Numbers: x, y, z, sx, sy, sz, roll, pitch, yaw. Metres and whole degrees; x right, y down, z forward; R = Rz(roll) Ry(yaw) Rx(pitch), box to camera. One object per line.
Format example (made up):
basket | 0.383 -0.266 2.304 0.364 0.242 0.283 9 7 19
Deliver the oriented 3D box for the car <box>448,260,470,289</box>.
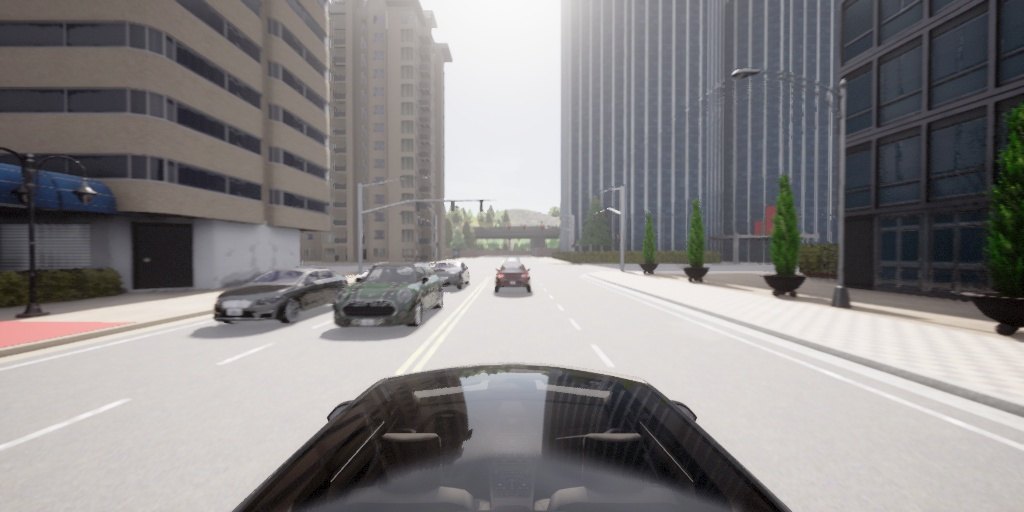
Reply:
car | -3.526 1.004 20.548 2.128 1.511 4.902 0 1 0

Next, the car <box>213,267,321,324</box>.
car | -7.003 1.121 11.497 2.128 1.511 4.902 0 1 0

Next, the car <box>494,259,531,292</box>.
car | 0.051 1.056 19.047 1.812 1.442 4.674 0 1 0

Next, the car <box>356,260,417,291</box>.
car | -7.024 1.039 20.621 1.812 1.442 4.674 0 1 0

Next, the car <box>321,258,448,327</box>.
car | -3.508 0.984 10.961 2.097 1.767 4.553 0 1 0

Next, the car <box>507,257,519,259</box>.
car | 0.076 0.804 40.668 2.033 1.411 5.357 0 1 0
